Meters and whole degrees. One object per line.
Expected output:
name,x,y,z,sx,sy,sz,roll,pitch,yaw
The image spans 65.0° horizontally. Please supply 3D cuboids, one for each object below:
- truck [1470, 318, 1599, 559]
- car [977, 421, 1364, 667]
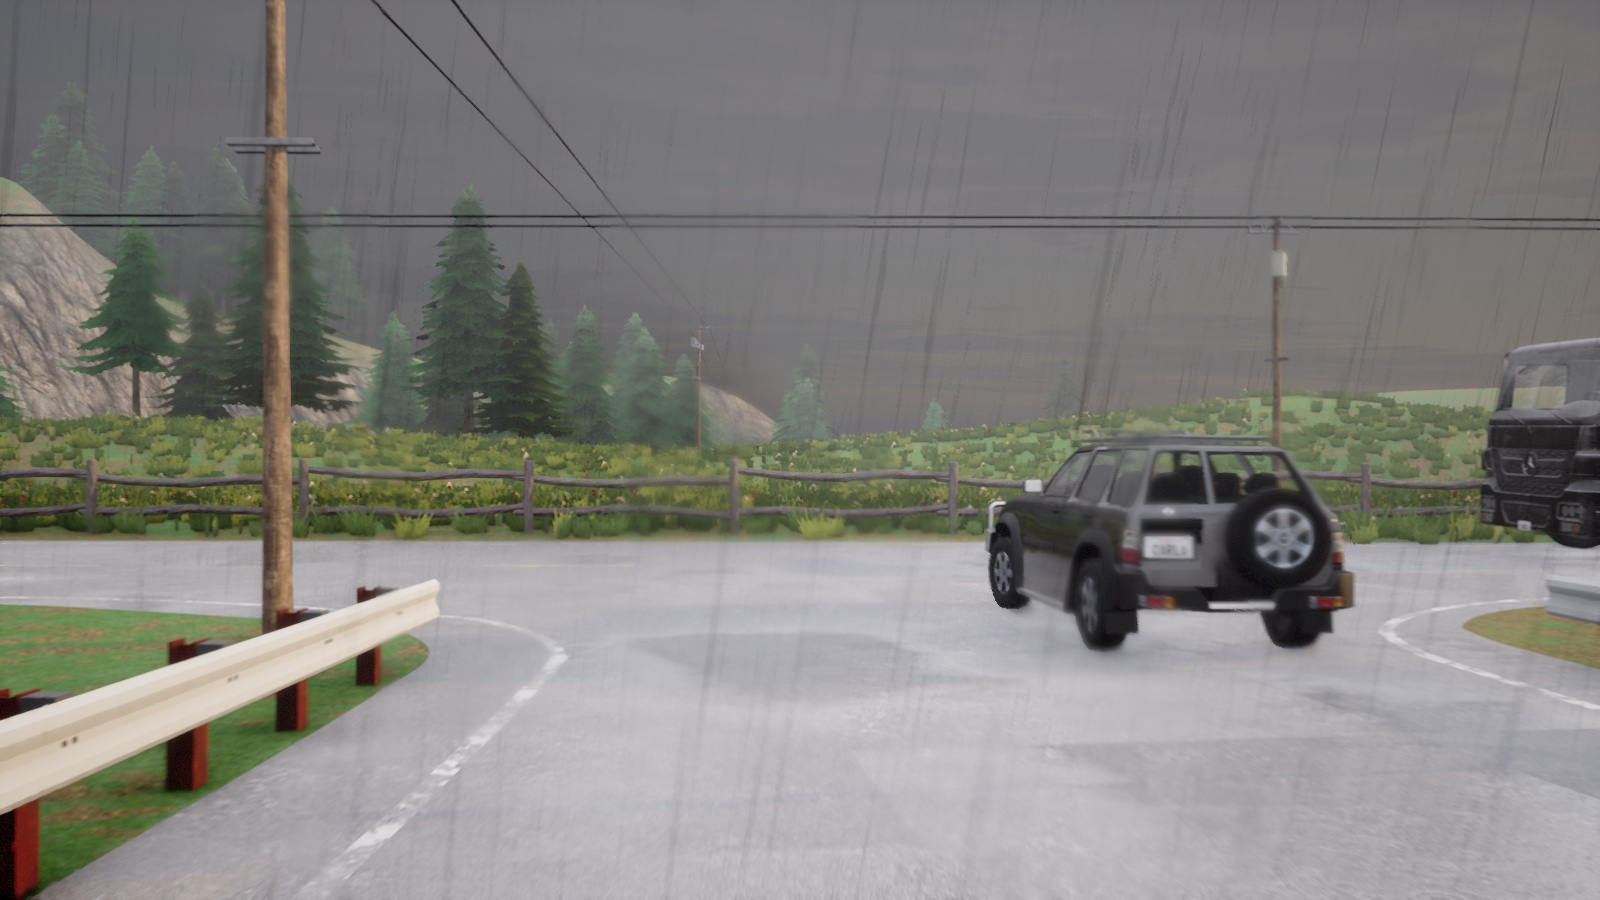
truck,15.176,-0.209,19.594,7.936,3.462,2.891,0,1,-2
car,3.160,0.728,11.872,1.932,1.855,4.605,0,0,-5
